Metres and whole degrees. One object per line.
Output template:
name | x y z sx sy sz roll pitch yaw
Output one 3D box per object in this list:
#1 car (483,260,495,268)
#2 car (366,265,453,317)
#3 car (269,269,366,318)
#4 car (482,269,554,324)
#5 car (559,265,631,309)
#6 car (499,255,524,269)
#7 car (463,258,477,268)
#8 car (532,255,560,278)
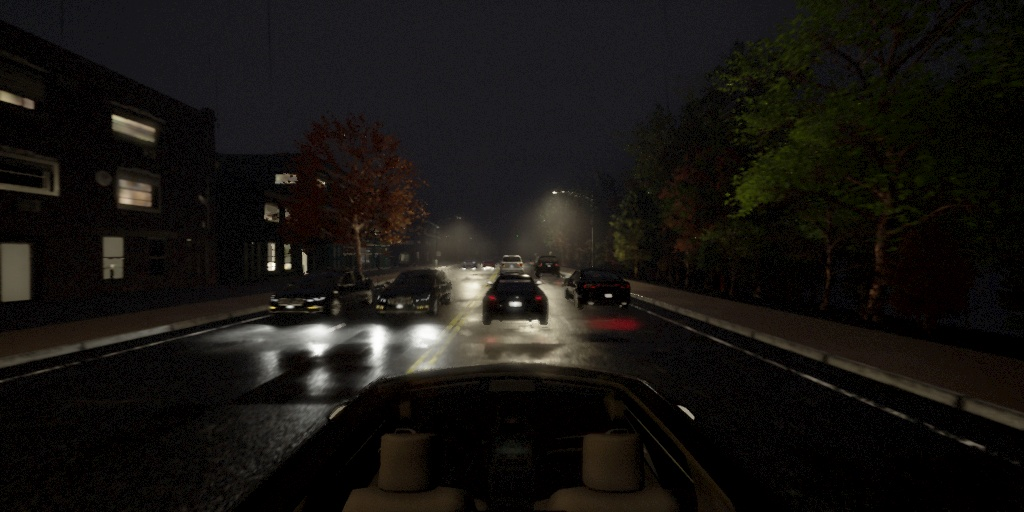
car | -3.851 1.310 61.078 1.994 1.385 4.181 0 0 -1
car | -3.353 1.253 13.138 1.837 1.490 4.892 0 0 0
car | -6.603 1.253 13.085 1.837 1.490 4.892 0 0 0
car | 0.101 1.312 11.978 1.994 1.385 4.181 0 0 0
car | 3.351 1.226 14.905 1.882 1.535 5.008 0 0 0
car | -0.056 0.967 33.949 2.150 2.045 5.566 0 0 -1
car | -7.103 1.095 61.281 2.097 1.767 4.553 0 0 -1
car | 3.194 0.967 33.957 2.150 2.045 5.566 0 0 -1
